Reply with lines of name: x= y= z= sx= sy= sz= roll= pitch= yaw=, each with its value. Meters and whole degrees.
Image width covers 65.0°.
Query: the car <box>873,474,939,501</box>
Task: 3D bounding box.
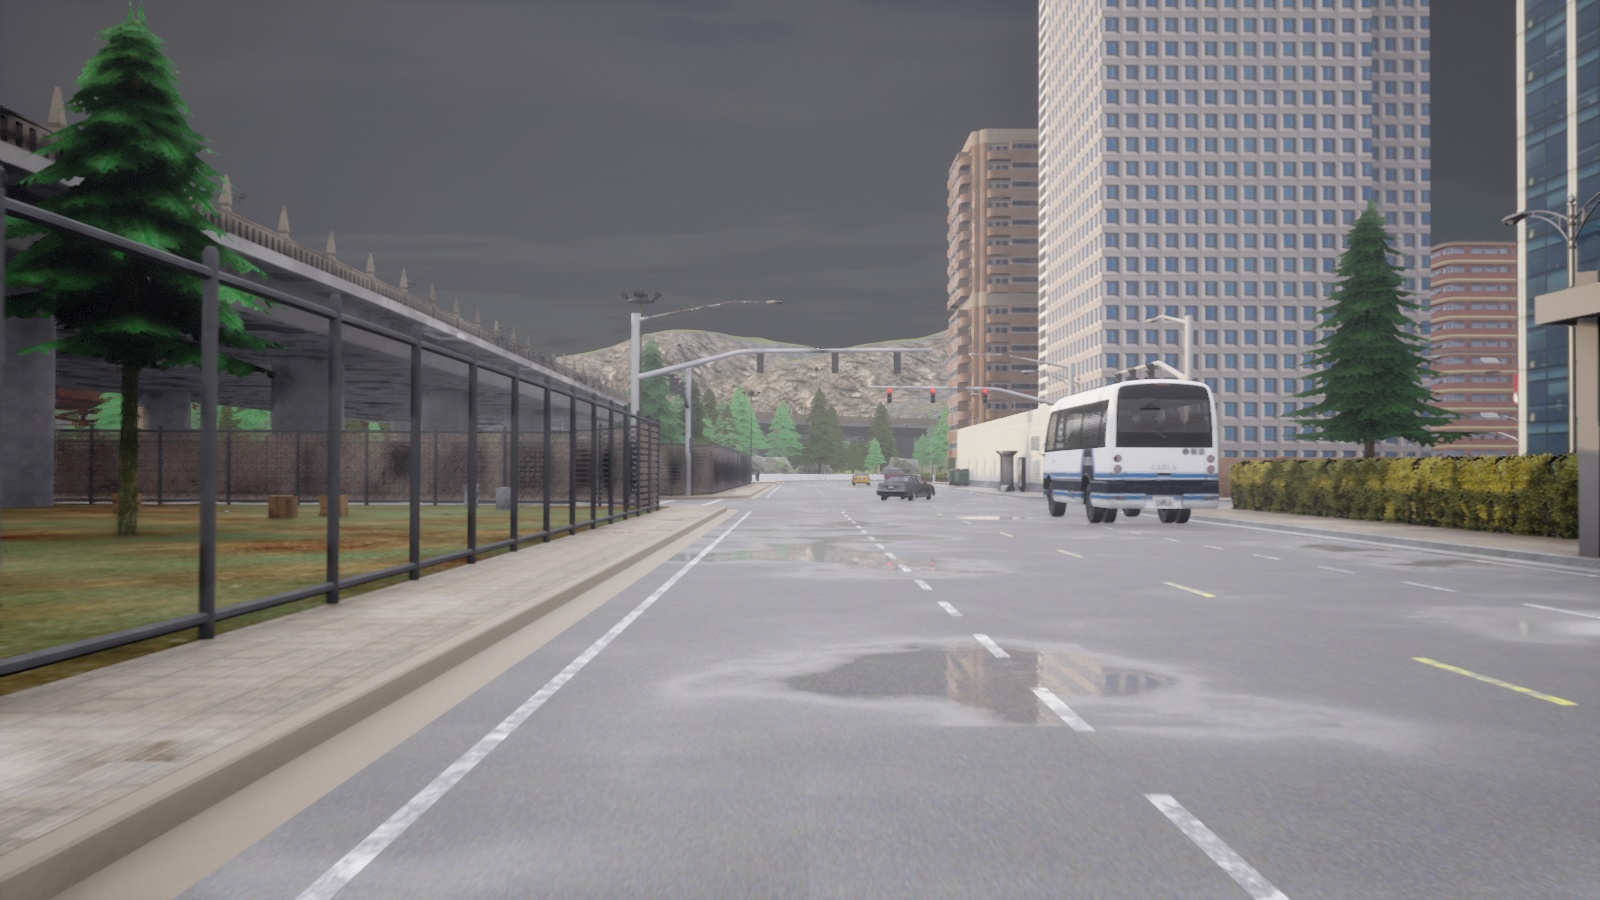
car: x=5.877 y=2.018 z=69.102 sx=2.033 sy=1.411 sz=5.357 roll=0 pitch=-1 yaw=23

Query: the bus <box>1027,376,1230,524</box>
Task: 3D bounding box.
bus: x=10.393 y=0.089 z=41.375 sx=3.944 sy=4.253 sz=10.273 roll=0 pitch=-1 yaw=0
